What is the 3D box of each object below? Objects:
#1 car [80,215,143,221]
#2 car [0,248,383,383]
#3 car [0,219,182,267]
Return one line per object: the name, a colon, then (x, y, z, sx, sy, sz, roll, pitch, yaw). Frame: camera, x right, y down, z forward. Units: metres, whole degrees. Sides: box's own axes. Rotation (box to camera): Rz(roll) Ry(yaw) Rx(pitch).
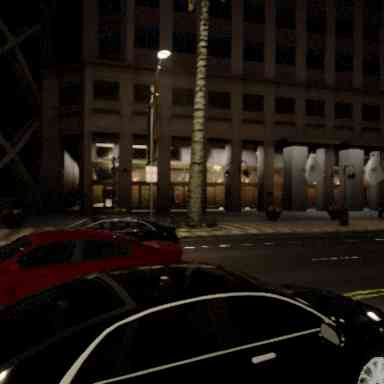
car: (-2.730, 1.462, 9.979, 4.902, 1.511, 2.128, 0, 0, -27)
car: (0.095, 1.504, 3.328, 4.892, 1.490, 1.837, 0, 0, -30)
car: (-2.530, 1.451, 6.161, 5.008, 1.535, 1.882, 0, 0, -29)
